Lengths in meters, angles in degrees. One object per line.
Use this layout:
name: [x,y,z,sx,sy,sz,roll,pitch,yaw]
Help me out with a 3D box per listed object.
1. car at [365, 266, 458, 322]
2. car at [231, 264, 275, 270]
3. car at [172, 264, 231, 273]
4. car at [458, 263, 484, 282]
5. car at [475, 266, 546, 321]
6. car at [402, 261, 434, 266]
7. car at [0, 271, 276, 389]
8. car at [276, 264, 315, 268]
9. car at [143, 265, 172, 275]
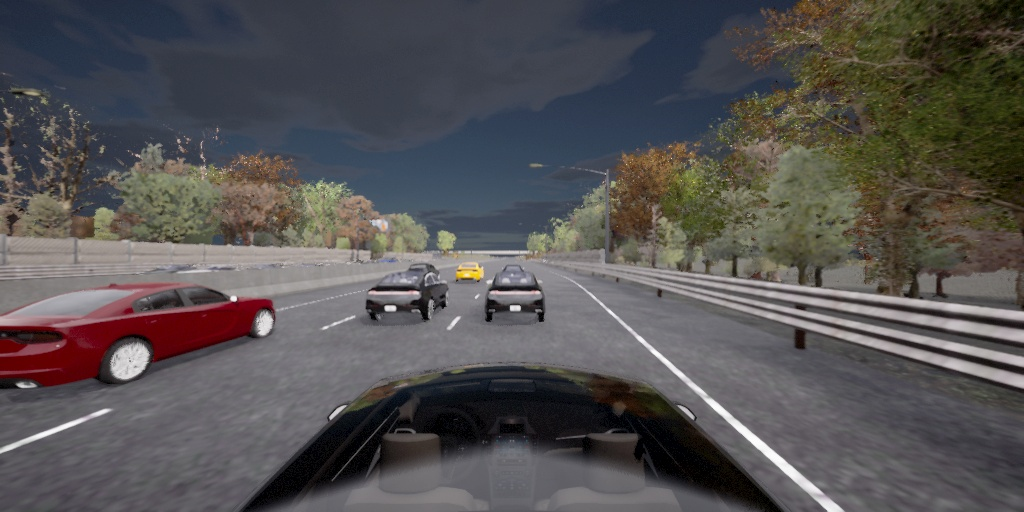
car: [-3.404,1.268,12.474,2.128,1.511,4.902,0,0,0]
car: [-21.096,1.391,30.525,1.994,1.385,4.181,0,0,0]
car: [-24.600,1.425,29.492,1.895,1.301,4.718,0,0,0]
car: [-3.405,1.304,29.572,1.882,1.535,5.008,0,0,0]
car: [0.097,1.269,12.520,2.128,1.511,4.902,0,0,0]
car: [-6.905,1.326,28.047,1.837,1.490,4.892,0,0,0]
car: [-6.910,1.240,7.052,1.882,1.535,5.008,0,0,0]
car: [-17.597,1.392,30.555,1.994,1.385,4.181,0,0,0]
car: [-27.934,1.388,29.694,1.994,1.385,4.181,0,0,-1]
